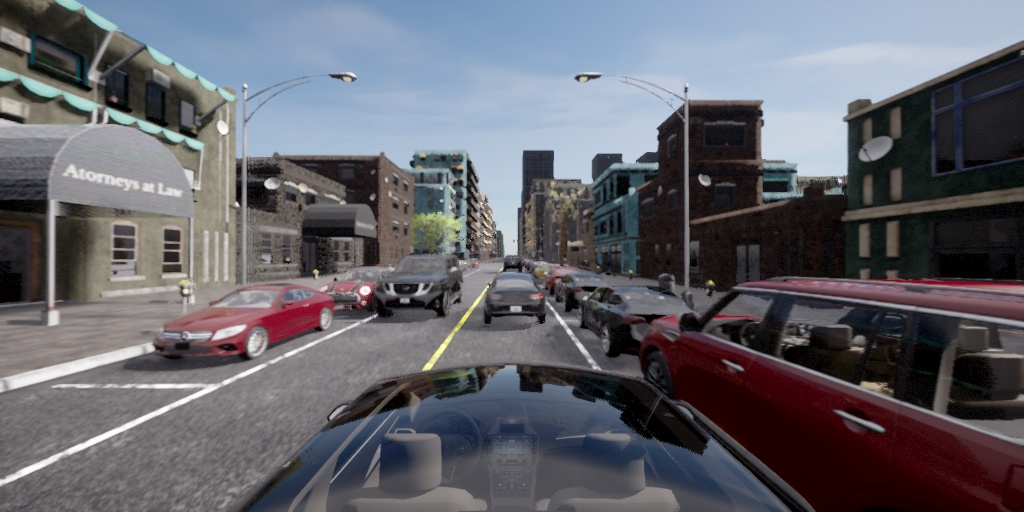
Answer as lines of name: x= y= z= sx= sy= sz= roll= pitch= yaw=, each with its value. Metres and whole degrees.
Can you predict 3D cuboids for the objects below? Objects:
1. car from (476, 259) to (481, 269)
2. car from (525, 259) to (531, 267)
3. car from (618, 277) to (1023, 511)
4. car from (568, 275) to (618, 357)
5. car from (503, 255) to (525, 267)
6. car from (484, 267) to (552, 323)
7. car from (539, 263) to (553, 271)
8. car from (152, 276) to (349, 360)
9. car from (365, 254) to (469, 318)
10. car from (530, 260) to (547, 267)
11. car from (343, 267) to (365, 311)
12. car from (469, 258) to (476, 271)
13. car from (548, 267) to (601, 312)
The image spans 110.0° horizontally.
car: x=-5.825 y=1.083 z=53.947 sx=1.967 sy=1.591 sz=4.097 roll=0 pitch=0 yaw=0
car: x=2.788 y=1.222 z=38.502 sx=2.007 sy=1.370 sz=4.403 roll=0 pitch=0 yaw=0
car: x=2.692 y=1.062 z=2.752 sx=2.192 sy=1.841 sz=5.009 roll=0 pitch=0 yaw=0
car: x=2.691 y=1.301 z=8.285 sx=1.948 sy=1.339 sz=4.313 roll=0 pitch=0 yaw=0
car: x=0.098 y=0.882 z=42.194 sx=2.150 sy=2.045 sz=5.566 roll=0 pitch=0 yaw=-1
car: x=0.061 y=1.253 z=11.940 sx=1.812 sy=1.442 sz=4.674 roll=0 pitch=0 yaw=-1
car: x=2.697 y=1.257 z=19.045 sx=1.888 sy=1.381 sz=4.507 roll=0 pitch=0 yaw=0
car: x=-5.690 y=1.317 z=8.285 sx=1.802 sy=1.307 sz=4.207 roll=0 pitch=0 yaw=0
car: x=-3.112 y=0.946 z=13.235 sx=2.150 sy=2.045 sz=5.566 roll=0 pitch=0 yaw=0
car: x=2.749 y=1.214 z=30.281 sx=1.751 sy=1.417 sz=4.829 roll=0 pitch=0 yaw=0
car: x=-5.690 y=1.163 z=13.818 sx=1.967 sy=1.591 sz=4.097 roll=0 pitch=0 yaw=0
car: x=-5.817 y=1.213 z=43.128 sx=2.007 sy=1.370 sz=4.403 roll=0 pitch=0 yaw=0
car: x=2.690 y=1.289 z=13.818 sx=1.948 sy=1.339 sz=4.313 roll=0 pitch=0 yaw=0
